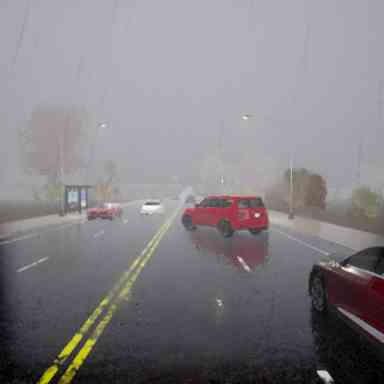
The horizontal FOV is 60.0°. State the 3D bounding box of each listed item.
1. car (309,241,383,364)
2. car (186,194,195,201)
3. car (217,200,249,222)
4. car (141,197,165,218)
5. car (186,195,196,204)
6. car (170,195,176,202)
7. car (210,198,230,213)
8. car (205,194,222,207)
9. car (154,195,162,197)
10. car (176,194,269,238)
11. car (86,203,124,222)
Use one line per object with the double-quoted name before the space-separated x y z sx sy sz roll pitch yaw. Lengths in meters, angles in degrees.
"car" 3.244 1.425 4.566 2.033 1.649 4.856 0 0 0
"car" -0.332 1.288 77.777 1.882 1.535 5.008 0 0 0
"car" 3.162 1.433 26.582 1.882 1.535 5.008 0 0 0
"car" -3.453 1.474 29.951 1.812 1.442 4.674 0 0 0
"car" -0.216 1.395 61.069 1.812 1.442 4.674 0 0 0
"car" -3.548 1.334 70.618 2.033 1.411 5.357 0 0 0
"car" 3.109 1.435 37.582 1.837 1.490 4.892 0 0 0
"car" 3.057 1.256 48.552 2.097 1.767 4.553 0 0 0
"car" -6.797 1.346 66.903 2.128 1.511 4.902 0 0 0
"car" 1.606 1.191 17.846 2.150 2.045 5.566 0 0 -33
"car" -6.685 1.557 25.984 1.895 1.301 4.718 0 0 0
